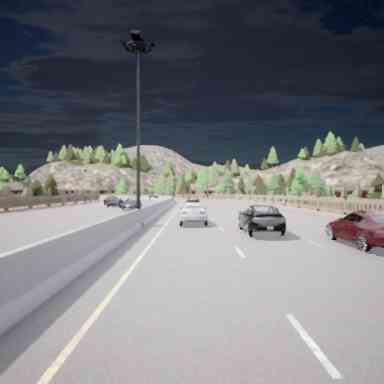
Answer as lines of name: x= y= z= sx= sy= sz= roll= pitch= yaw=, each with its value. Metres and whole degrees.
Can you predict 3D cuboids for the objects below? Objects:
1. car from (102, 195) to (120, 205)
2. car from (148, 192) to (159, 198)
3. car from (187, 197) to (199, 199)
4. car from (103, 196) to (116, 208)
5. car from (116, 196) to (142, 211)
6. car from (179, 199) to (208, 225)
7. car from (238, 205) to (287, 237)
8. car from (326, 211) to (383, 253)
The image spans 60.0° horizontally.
car: x=-14.049 y=1.365 z=58.077 sx=1.882 sy=1.535 sz=5.008 roll=0 pitch=0 yaw=0
car: x=-9.388 y=0.760 z=80.773 sx=2.150 sy=2.045 sz=5.566 roll=0 pitch=0 yaw=-13
car: x=0.114 y=1.386 z=40.903 sx=2.128 sy=1.511 sz=4.902 roll=0 pitch=0 yaw=0
car: x=-10.559 y=1.455 z=46.296 sx=1.994 sy=1.385 sz=4.181 roll=0 pitch=0 yaw=0
car: x=-7.075 y=1.389 z=39.141 sx=2.128 sy=1.511 sz=4.902 roll=0 pitch=0 yaw=0
car: x=0.108 y=1.451 z=23.078 sx=1.812 sy=1.442 sz=4.674 roll=0 pitch=0 yaw=0
car: x=3.605 y=1.432 z=17.709 sx=2.128 sy=1.511 sz=4.902 roll=0 pitch=0 yaw=0
car: x=7.104 y=1.479 z=13.421 sx=1.812 sy=1.442 sz=4.674 roll=0 pitch=0 yaw=0
